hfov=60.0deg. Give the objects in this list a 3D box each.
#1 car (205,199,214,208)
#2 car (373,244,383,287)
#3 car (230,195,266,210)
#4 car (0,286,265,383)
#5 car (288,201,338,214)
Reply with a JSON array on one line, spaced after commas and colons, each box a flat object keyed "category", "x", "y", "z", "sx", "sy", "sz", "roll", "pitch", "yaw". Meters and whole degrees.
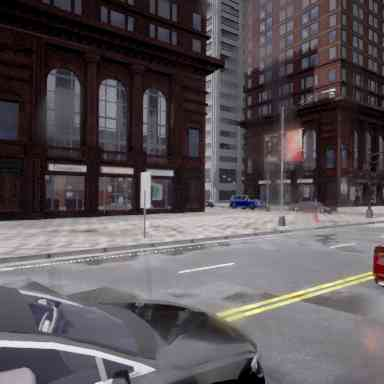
[{"category": "car", "x": 1.705, "y": 1.834, "z": 53.600, "sx": 1.994, "sy": 1.385, "sz": 4.181, "roll": 1, "pitch": -1, "yaw": -35}, {"category": "car", "x": 6.271, "y": 1.489, "z": 7.905, "sx": 5.008, "sy": 1.535, "sz": 1.882, "roll": 0, "pitch": 0, "yaw": -35}, {"category": "car", "x": 7.524, "y": 1.446, "z": 45.407, "sx": 2.150, "sy": 2.045, "sz": 5.566, "roll": 1, "pitch": -1, "yaw": -35}, {"category": "car", "x": -1.558, "y": 1.492, "z": 2.334, "sx": 4.902, "sy": 1.511, "sz": 2.128, "roll": 0, "pitch": 0, "yaw": -35}, {"category": "car", "x": 13.402, "y": 1.725, "z": 37.129, "sx": 2.033, "sy": 1.411, "sz": 5.357, "roll": 1, "pitch": -1, "yaw": -35}]
